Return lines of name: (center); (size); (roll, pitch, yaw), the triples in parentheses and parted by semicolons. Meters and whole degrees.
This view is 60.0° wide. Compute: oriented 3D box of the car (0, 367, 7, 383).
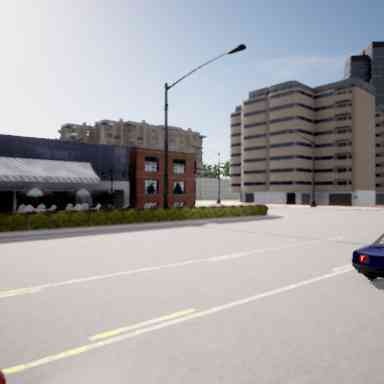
car: (-3.411, 1.525, 1.397); (4.674, 1.442, 1.812); (0, 0, -33)

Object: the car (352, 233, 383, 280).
car: (6.293, 1.654, 8.970); (4.718, 1.301, 1.895); (0, 0, -39)
